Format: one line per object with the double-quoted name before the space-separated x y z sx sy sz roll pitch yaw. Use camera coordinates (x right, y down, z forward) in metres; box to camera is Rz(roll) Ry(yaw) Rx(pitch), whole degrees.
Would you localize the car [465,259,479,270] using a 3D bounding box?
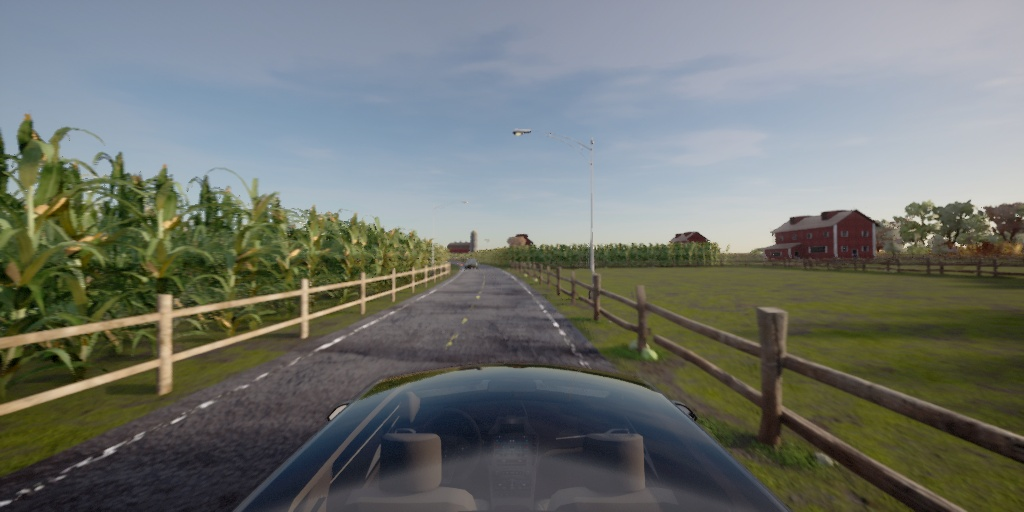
"car" -6.137 1.216 54.645 2.097 1.767 4.553 0 0 -7
